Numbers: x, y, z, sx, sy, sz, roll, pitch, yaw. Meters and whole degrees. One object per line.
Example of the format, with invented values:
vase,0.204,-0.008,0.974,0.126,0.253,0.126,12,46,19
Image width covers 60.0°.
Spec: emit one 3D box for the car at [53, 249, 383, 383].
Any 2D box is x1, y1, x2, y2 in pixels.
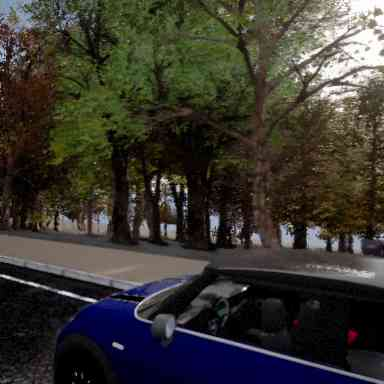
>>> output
car,0.695,1.365,3.187,4.553,1.767,2.097,-1,-1,35
